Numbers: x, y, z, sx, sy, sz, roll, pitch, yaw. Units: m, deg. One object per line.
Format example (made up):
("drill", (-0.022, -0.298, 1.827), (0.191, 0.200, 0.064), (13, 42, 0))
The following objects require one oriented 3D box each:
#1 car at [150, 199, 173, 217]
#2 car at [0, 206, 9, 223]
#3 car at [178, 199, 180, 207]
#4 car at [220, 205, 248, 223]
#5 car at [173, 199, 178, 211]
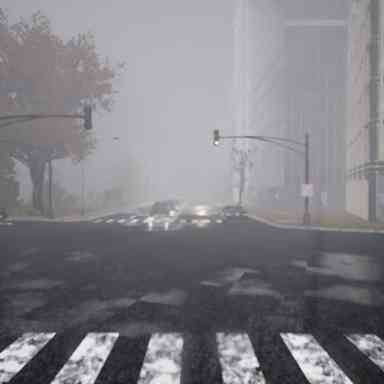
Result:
("car", (-3.334, 1.751, 35.653), (1.882, 1.535, 5.008), (0, 0, -1))
("car", (-15.634, 1.508, 24.193), (4.902, 1.511, 2.128), (0, 1, 21))
("car", (-3.243, 1.992, 64.062), (1.882, 1.535, 5.008), (0, -1, 0))
("car", (3.359, 1.754, 27.300), (2.033, 1.411, 5.357), (0, 0, 0))
("car", (-3.320, 1.840, 46.172), (1.882, 1.535, 5.008), (0, 0, 0))
